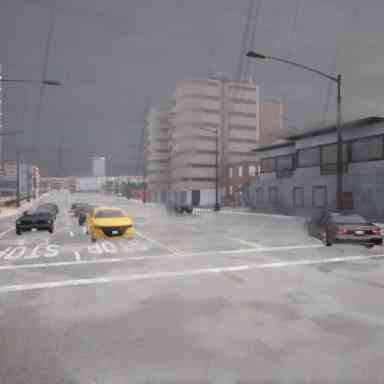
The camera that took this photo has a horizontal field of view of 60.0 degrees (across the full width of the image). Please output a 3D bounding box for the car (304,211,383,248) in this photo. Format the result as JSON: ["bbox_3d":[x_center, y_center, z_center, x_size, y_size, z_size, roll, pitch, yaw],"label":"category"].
[{"bbox_3d":[6.451,1.536,14.757,2.033,1.411,5.357,0,0,6],"label":"car"}]

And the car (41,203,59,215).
[{"bbox_3d":[-18.134,2.117,42.615,1.994,1.385,4.181,0,-1,-21],"label":"car"}]

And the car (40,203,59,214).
[{"bbox_3d":[-14.192,1.886,32.497,2.033,1.411,5.357,0,-1,-22],"label":"car"}]

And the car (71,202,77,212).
[{"bbox_3d":[-11.865,1.933,36.154,2.033,1.411,5.357,0,-1,-21],"label":"car"}]

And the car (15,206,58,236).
[{"bbox_3d":[-9.061,1.690,19.443,1.895,1.301,4.718,0,-1,-21],"label":"car"}]

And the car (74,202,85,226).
[{"bbox_3d":[-7.557,1.720,25.164,1.994,1.385,4.181,0,-1,-22],"label":"car"}]

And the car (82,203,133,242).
[{"bbox_3d":[-4.271,1.517,16.816,1.882,1.535,5.008,0,-1,-21],"label":"car"}]

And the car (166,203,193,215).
[{"bbox_3d":[-1.535,1.941,38.460,1.895,1.301,4.718,0,-1,-20],"label":"car"}]

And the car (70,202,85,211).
[{"bbox_3d":[-17.396,2.156,50.466,1.895,1.301,4.718,0,0,-21],"label":"car"}]
